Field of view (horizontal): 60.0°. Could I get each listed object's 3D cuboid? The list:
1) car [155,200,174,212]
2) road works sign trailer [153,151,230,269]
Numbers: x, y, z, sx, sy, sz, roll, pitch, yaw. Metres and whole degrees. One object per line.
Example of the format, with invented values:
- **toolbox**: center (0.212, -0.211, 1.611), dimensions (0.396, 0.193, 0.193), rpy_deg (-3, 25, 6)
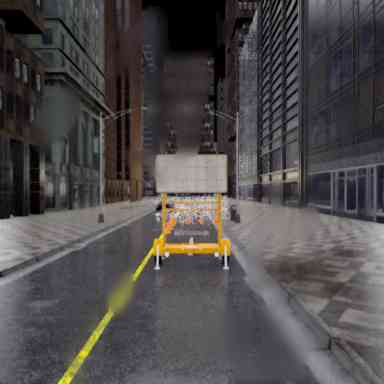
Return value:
- **car**: center (-3.143, 1.579, 38.304), dimensions (1.895, 1.301, 4.718), rpy_deg (0, 0, 0)
- **road works sign trailer**: center (-0.007, 0.457, 11.068), dimensions (2.380, 3.560, 2.880), rpy_deg (0, 0, 0)
